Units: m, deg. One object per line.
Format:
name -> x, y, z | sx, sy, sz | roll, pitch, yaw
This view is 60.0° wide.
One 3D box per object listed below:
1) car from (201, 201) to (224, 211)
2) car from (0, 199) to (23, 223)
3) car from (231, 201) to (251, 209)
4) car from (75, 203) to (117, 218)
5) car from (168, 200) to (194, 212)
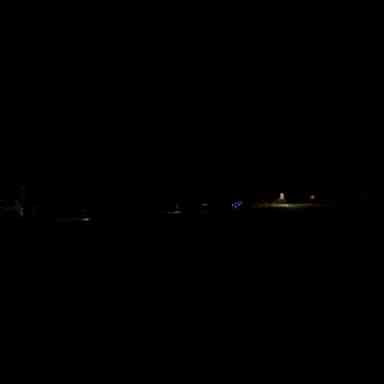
car -> 3.352, 2.175, 52.533 | 2.128, 1.511, 4.902 | -1, -1, 35
car -> -17.223, 1.662, 27.956 | 2.150, 2.045, 5.566 | -1, -1, 34
car -> 9.037, 2.375, 60.805 | 1.895, 1.301, 4.718 | -1, -1, 35
car -> -10.681, 2.027, 37.373 | 1.882, 1.535, 5.008 | -1, -1, 35
car -> -1.602, 2.049, 50.431 | 2.097, 1.767, 4.553 | -1, -1, 35
